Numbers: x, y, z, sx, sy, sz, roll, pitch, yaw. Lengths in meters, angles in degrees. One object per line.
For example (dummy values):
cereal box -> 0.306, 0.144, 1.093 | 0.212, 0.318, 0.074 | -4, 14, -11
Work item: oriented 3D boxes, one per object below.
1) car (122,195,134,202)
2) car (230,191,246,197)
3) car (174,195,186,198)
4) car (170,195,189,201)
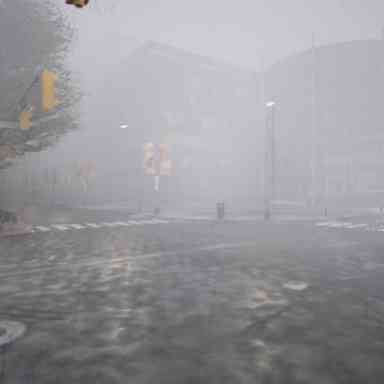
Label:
car -> -12.482, 1.277, 66.466 | 2.161, 1.482, 4.786 | 0, 0, -36
car -> 11.683, 0.751, 84.411 | 2.435, 2.045, 5.566 | 0, 0, -36
car -> -2.006, 1.165, 58.982 | 2.002, 1.452, 4.674 | 0, 0, -36
car -> -2.830, 1.272, 72.915 | 1.895, 1.301, 4.718 | 0, 0, -36
